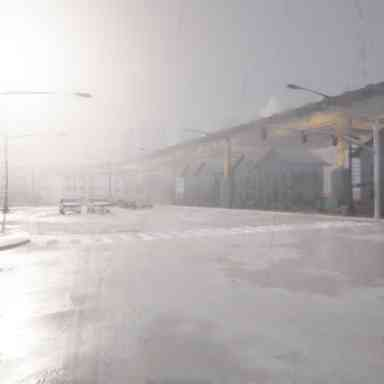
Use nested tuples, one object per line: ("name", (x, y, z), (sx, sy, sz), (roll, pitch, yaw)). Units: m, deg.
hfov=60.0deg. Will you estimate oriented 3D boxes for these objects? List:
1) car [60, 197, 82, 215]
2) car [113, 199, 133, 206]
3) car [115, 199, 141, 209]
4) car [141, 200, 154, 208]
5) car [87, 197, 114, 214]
("car", (-15.187, 1.696, 41.429), (2.150, 2.045, 5.566), (0, 0, -26))
("car", (-14.113, 2.071, 68.107), (1.812, 1.442, 4.674), (0, -1, -43))
("car", (-10.962, 2.109, 56.757), (2.033, 1.411, 5.357), (0, -1, -27))
("car", (-8.608, 2.165, 59.744), (1.895, 1.301, 4.718), (0, -1, -29))
("car", (-12.134, 1.683, 43.150), (2.150, 2.045, 5.566), (0, -1, -26))
